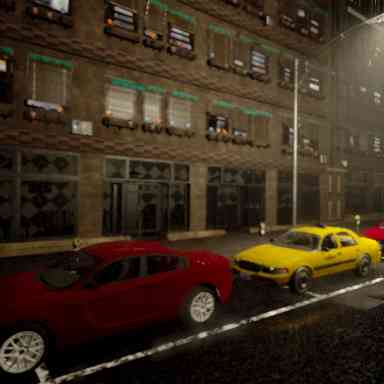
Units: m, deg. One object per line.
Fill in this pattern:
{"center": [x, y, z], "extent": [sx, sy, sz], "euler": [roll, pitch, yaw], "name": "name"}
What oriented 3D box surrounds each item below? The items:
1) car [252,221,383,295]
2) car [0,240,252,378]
{"center": [3.142, 1.525, 8.742], "extent": [4.829, 1.417, 1.752], "euler": [0, 1, -35], "name": "car"}
{"center": [-1.347, 1.545, 5.540], "extent": [4.507, 1.381, 1.887], "euler": [0, 1, -35], "name": "car"}
